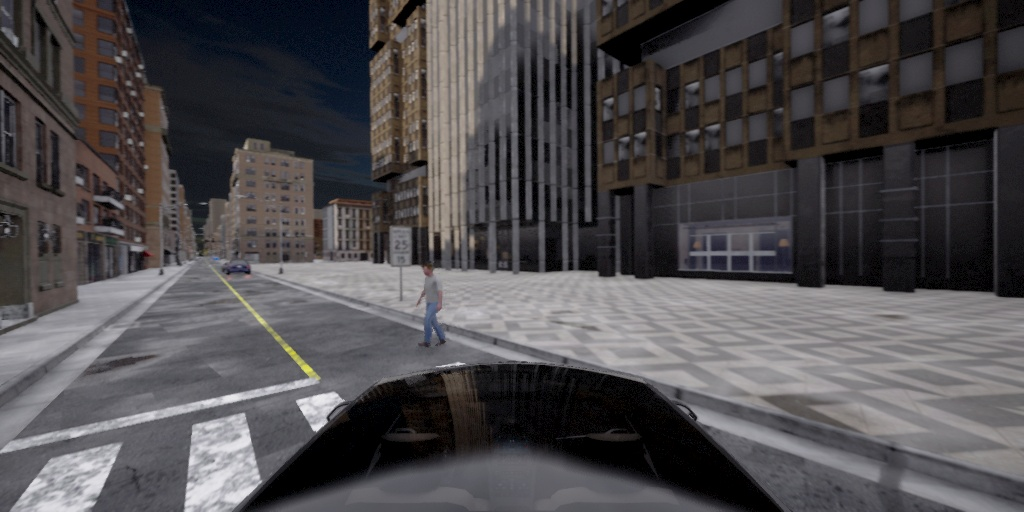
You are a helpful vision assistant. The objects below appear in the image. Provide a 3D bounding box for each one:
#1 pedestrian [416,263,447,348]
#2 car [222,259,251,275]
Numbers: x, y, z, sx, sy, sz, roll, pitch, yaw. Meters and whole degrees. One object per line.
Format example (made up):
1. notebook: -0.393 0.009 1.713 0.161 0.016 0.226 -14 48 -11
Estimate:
1. pedestrian: -1.721 1.020 7.679 0.375 1.860 0.375 -1 1 -41
2. car: -30.424 1.157 39.761 2.097 1.767 4.553 -1 1 -41
